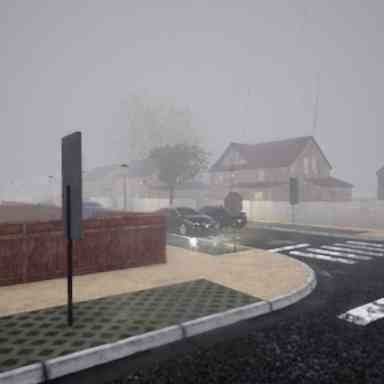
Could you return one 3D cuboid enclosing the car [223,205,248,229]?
[{"bbox_3d":[1.390,1.570,21.458,1.882,1.535,5.008,-1,0,-34],"label":"car"}]

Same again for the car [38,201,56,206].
[{"bbox_3d":[-20.149,1.887,45.969,1.994,1.385,4.181,-1,0,-37],"label":"car"}]

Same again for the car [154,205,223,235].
[{"bbox_3d":[-0.642,1.613,19.806,1.837,1.490,4.892,-1,0,-37],"label":"car"}]

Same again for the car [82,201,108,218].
[{"bbox_3d":[-9.621,1.663,31.777,1.882,1.535,5.008,-1,0,-37],"label":"car"}]
